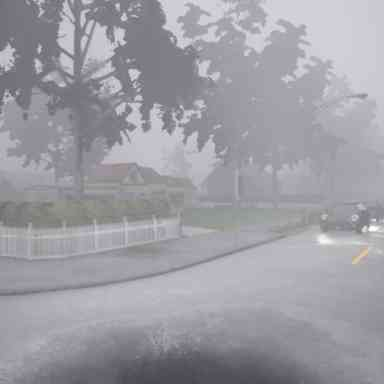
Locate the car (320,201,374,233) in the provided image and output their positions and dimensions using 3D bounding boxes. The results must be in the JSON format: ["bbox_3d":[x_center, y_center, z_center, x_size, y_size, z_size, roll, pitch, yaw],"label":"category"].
[{"bbox_3d":[9.219,1.394,19.917,2.097,1.767,4.553,-1,0,35],"label":"car"}]

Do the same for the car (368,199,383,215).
[{"bbox_3d":[20.519,1.535,35.737,2.128,1.511,4.902,-1,0,36],"label":"car"}]

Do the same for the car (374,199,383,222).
[{"bbox_3d":[14.516,1.534,27.350,2.128,1.511,4.902,-1,0,35],"label":"car"}]
